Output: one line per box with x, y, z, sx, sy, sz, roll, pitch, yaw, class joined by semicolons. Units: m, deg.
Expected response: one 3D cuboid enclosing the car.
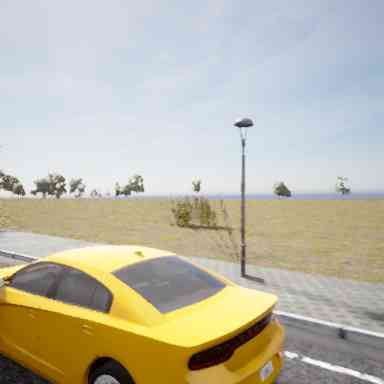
-1.324;1.469;4.512;5.008;1.535;1.882;0;0;36;car
